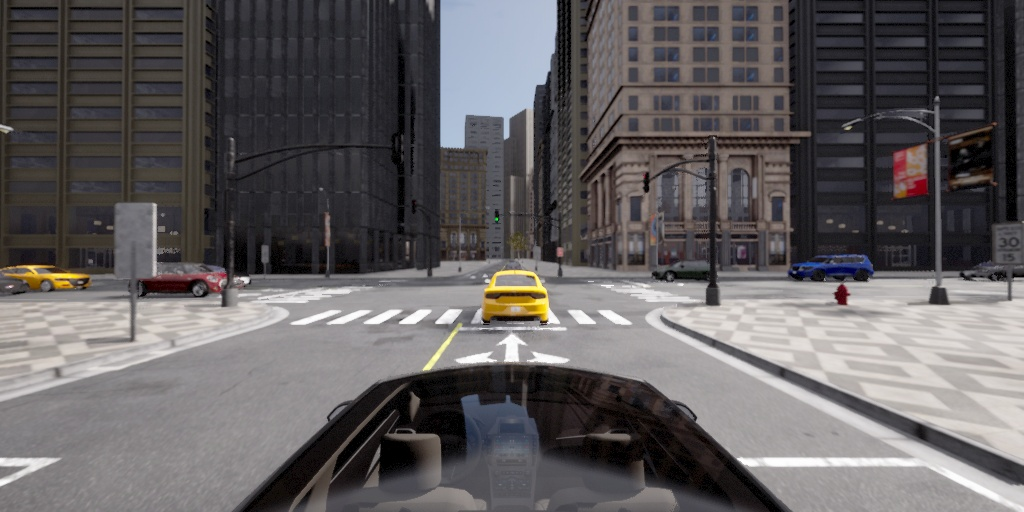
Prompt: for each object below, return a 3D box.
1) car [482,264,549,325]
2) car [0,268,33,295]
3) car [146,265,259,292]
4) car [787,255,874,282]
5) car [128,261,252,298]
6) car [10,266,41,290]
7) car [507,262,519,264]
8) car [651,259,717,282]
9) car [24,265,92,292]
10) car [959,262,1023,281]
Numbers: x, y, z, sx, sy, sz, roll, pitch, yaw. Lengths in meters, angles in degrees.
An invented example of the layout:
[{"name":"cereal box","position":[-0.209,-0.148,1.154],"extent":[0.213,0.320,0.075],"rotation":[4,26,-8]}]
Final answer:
[{"name":"car","position":[0.100,1.211,11.898],"extent":[1.882,1.535,5.008],"rotation":[0,1,0]},{"name":"car","position":[-5.857,1.064,1.039],"extent":[2.192,1.841,5.009],"rotation":[0,0,0]},{"name":"car","position":[-18.282,1.297,21.400],"extent":[4.902,1.511,2.128],"rotation":[0,0,0]},{"name":"car","position":[24.922,0.948,28.134],"extent":[5.566,2.045,2.150],"rotation":[0,0,0]},{"name":"car","position":[-16.321,1.124,18.129],"extent":[4.553,1.767,2.097],"rotation":[0,0,1]},{"name":"car","position":[-27.387,1.379,18.148],"extent":[4.181,1.385,1.994],"rotation":[0,0,0]},{"name":"car","position":[0.151,1.363,42.500],"extent":[2.033,1.411,5.357],"rotation":[0,0,0]},{"name":"car","position":[13.367,1.106,28.125],"extent":[4.553,1.767,2.097],"rotation":[0,0,0]},{"name":"car","position":[-28.244,1.322,21.395],"extent":[5.008,1.535,1.882],"rotation":[0,0,0]},{"name":"car","position":[38.214,1.186,28.130],"extent":[4.902,1.511,2.128],"rotation":[0,0,0]}]
